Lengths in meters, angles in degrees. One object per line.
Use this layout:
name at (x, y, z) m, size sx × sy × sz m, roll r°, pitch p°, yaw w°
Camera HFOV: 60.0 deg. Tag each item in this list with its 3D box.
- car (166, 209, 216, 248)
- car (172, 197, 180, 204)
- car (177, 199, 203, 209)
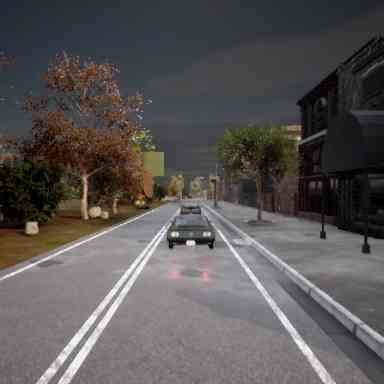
car at (-0.042, 1.635, 14.703) m, size 1.895 × 1.301 × 4.718 m, roll 0°, pitch 0°, yaw 0°
car at (-3.509, 1.947, 76.524) m, size 1.994 × 1.385 × 4.181 m, roll 0°, pitch 0°, yaw 0°
car at (-0.095, 1.630, 29.674) m, size 1.837 × 1.490 × 4.892 m, roll 0°, pitch 0°, yaw 0°
